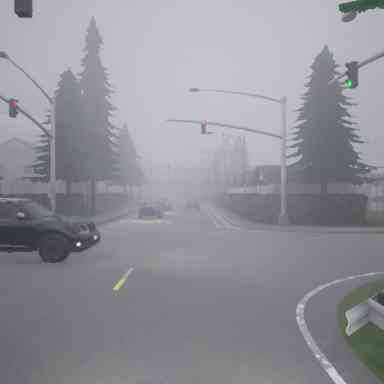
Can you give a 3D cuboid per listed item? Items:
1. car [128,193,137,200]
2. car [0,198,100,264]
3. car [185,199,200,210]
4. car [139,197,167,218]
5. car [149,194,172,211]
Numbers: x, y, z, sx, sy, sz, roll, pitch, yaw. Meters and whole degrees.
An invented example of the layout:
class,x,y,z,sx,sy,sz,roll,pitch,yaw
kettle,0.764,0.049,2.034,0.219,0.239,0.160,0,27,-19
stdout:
class,x,y,z,sx,sy,sz,roll,pitch,yaw
car,-16.862,1.083,84.934,3.866,1.878,1.905,0,0,-1
car,-6.076,1.212,11.371,5.566,2.045,2.150,0,0,0
car,0.056,1.550,43.184,2.033,1.411,5.357,0,0,0
car,-3.619,1.480,30.352,1.882,1.535,5.008,0,0,0
car,-3.625,1.355,40.507,2.097,1.767,4.553,0,0,0
